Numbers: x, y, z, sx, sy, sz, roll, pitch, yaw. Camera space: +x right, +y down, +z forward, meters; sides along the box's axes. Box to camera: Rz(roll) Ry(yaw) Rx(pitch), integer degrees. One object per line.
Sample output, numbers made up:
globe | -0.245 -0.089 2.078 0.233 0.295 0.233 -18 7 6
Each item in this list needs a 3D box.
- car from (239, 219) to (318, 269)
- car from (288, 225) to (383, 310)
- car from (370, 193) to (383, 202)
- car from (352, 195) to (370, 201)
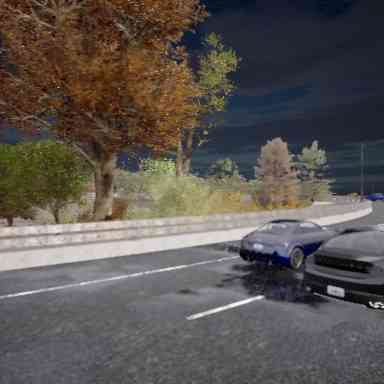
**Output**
car | 3.521 1.616 11.350 4.181 1.385 1.994 0 0 -41
car | 4.428 1.532 7.518 4.892 1.490 1.837 0 0 -40
car | 43.290 1.311 78.725 2.150 2.045 5.566 0 0 5
car | 39.817 1.627 79.136 1.812 1.442 4.674 0 0 5
